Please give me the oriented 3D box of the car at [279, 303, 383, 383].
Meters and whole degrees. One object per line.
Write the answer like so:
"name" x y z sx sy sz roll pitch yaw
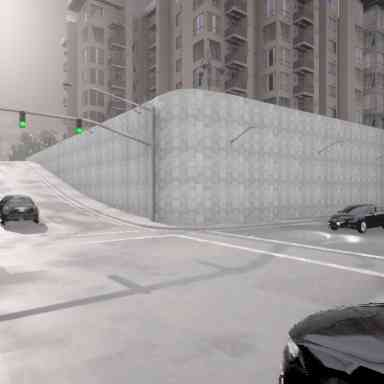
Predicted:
"car" 2.772 1.494 1.935 2.128 1.511 4.902 0 0 -36

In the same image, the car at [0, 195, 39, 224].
"car" -11.587 0.965 21.908 2.097 1.767 4.553 0 5 -36

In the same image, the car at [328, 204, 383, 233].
"car" 10.056 1.505 19.773 4.892 1.490 1.837 0 0 -36
